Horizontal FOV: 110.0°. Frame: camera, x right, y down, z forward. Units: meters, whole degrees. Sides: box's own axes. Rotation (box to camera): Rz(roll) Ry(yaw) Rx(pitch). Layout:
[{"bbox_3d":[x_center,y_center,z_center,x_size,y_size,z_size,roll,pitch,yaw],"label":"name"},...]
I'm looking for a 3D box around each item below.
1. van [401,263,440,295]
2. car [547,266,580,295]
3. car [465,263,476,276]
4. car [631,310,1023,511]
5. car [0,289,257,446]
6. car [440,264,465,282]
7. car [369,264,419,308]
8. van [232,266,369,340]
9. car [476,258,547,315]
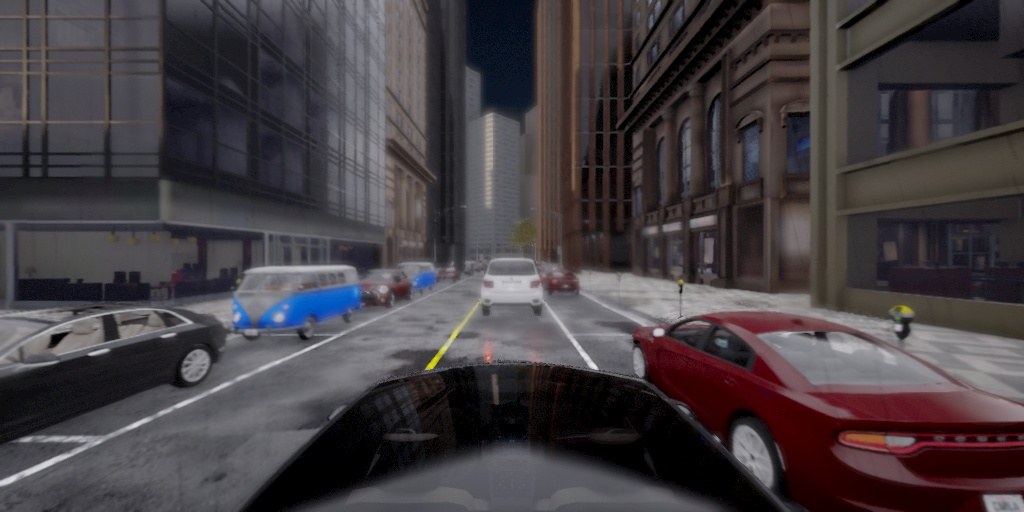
[{"bbox_3d":[-5.676,1.273,21.162,1.690,1.789,3.998,0,0,0],"label":"van"},{"bbox_3d":[2.850,1.478,21.169,1.888,1.381,4.507,0,0,0],"label":"car"},{"bbox_3d":[-5.684,1.697,43.661,1.948,1.339,4.313,0,0,0],"label":"car"},{"bbox_3d":[2.855,1.320,4.295,1.888,1.381,4.507,0,0,0],"label":"car"},{"bbox_3d":[-5.670,1.325,4.288,2.007,1.370,4.403,0,0,0],"label":"car"},{"bbox_3d":[-5.680,1.616,32.411,1.802,1.307,4.207,0,0,0],"label":"car"},{"bbox_3d":[-5.674,1.321,15.537,1.967,1.591,4.097,0,0,0],"label":"car"},{"bbox_3d":[-5.672,1.169,9.912,1.690,1.789,3.998,0,0,0],"label":"van"},{"bbox_3d":[0.002,1.096,14.416,2.150,2.045,5.566,0,0,0],"label":"car"}]
